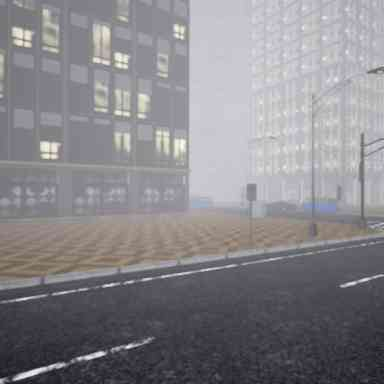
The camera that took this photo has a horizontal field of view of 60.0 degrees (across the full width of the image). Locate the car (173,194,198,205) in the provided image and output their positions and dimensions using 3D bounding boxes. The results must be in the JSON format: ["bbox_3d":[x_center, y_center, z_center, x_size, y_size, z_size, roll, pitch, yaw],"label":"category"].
[{"bbox_3d":[-1.236,1.396,60.531,2.192,1.841,5.009,0,0,-34],"label":"car"}]

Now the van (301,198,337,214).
[{"bbox_3d":[14.382,1.547,37.663,1.690,1.788,3.998,0,0,-34],"label":"van"}]

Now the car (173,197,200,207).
[{"bbox_3d":[-0.988,1.588,55.388,2.128,1.511,4.902,0,0,-34],"label":"car"}]

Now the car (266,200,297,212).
[{"bbox_3d":[11.201,1.726,42.199,1.887,1.381,4.507,0,0,-34],"label":"car"}]

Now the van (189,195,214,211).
[{"bbox_3d":[1.140,1.478,42.072,1.690,1.788,3.998,0,0,-34],"label":"van"}]
